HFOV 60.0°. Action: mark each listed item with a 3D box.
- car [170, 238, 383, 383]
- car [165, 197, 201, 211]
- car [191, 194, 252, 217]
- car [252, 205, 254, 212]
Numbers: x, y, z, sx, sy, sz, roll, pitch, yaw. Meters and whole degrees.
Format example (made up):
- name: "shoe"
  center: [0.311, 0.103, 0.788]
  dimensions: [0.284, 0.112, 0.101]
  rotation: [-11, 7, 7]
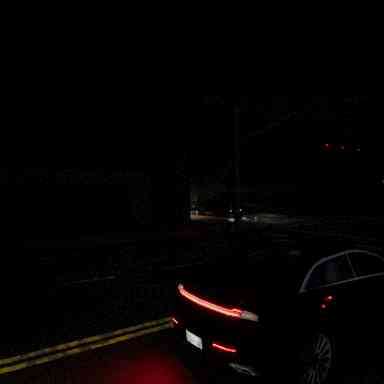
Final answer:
- name: "car"
  center: [1.998, 1.492, 5.255]
  dimensions: [4.902, 1.511, 2.128]
  rotation: [0, 0, -35]
- name: "car"
  center: [-1.243, 1.492, 42.265]
  dimensions: [2.128, 1.511, 4.902]
  rotation: [0, 0, -37]
- name: "car"
  center: [2.578, 1.222, 31.302]
  dimensions: [2.150, 2.045, 5.566]
  rotation: [0, 0, -36]
- name: "car"
  center: [4.295, 1.478, 34.845]
  dimensions: [1.882, 1.535, 5.008]
  rotation: [0, 0, -37]
